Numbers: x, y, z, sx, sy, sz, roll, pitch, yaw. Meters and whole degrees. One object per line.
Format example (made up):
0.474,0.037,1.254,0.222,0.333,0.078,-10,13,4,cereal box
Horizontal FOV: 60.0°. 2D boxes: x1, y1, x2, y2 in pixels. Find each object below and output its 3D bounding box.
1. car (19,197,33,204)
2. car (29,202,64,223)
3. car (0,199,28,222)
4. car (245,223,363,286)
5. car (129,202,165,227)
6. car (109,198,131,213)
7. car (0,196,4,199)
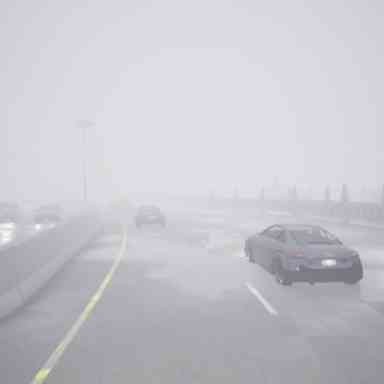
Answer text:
-31.111,1.719,61.797,2.128,1.511,4.902,0,0,-41,car
-11.312,1.641,26.588,2.033,1.411,5.357,0,0,-17,car
-15.352,1.603,27.509,2.128,1.511,4.902,0,0,-19,car
2.904,1.570,9.509,1.994,1.385,4.181,0,0,-6,car
-3.128,1.620,23.630,1.994,1.385,4.181,0,0,-14,car
-8.321,1.456,38.927,2.097,1.767,4.553,0,0,-23,car
-36.849,1.445,62.785,2.097,1.767,4.553,0,0,-44,car
